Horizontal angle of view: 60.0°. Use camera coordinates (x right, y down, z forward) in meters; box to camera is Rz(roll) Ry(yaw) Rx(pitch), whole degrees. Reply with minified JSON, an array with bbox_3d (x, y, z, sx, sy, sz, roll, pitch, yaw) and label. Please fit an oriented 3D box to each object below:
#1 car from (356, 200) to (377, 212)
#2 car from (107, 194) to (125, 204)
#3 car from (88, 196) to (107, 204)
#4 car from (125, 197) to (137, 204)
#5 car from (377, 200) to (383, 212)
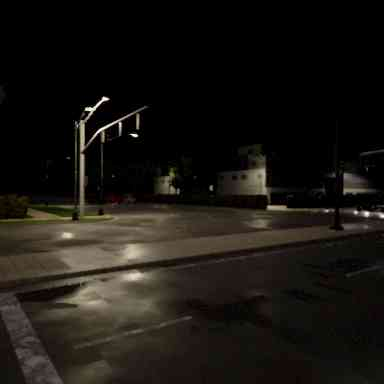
[{"bbox_3d":[23.523,1.776,43.675,4.892,1.490,1.837,0,0,-34],"label":"car"},{"bbox_3d":[-16.088,1.382,67.275,2.150,2.045,5.566,0,0,-34],"label":"car"},{"bbox_3d":[-18.853,1.704,65.128,1.994,1.385,4.181,0,0,-34],"label":"car"},{"bbox_3d":[-12.961,1.706,68.891,1.812,1.442,4.674,0,0,-34],"label":"car"},{"bbox_3d":[25.041,1.620,40.488,4.553,1.767,2.097,0,0,-34],"label":"car"}]
